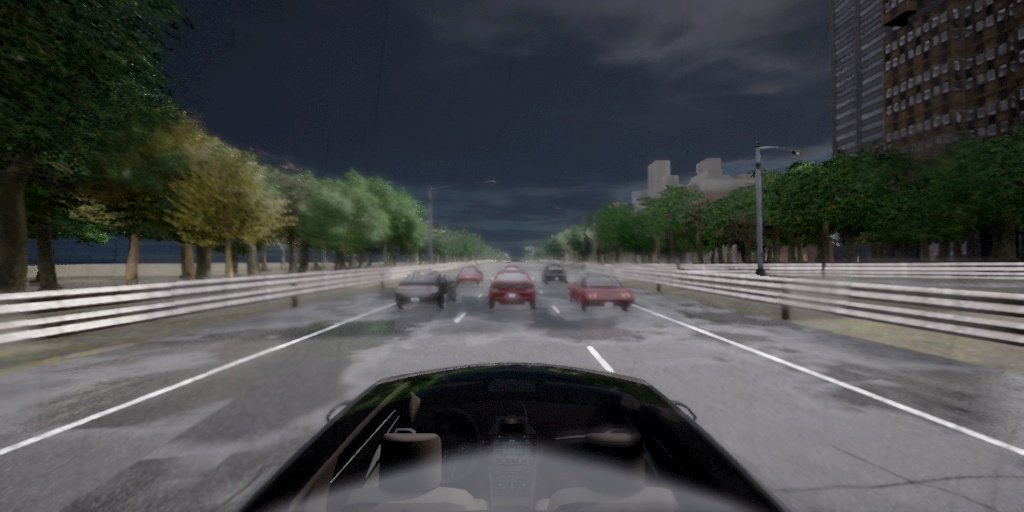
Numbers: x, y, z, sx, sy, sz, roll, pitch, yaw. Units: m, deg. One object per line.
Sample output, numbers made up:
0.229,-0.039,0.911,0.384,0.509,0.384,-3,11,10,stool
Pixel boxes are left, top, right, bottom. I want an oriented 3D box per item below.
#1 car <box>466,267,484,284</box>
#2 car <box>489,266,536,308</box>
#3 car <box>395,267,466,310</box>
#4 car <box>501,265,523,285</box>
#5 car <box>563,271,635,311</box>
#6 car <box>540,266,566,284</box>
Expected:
-3.484,1.591,30.357,1.994,1.385,4.181,0,0,0,car
0.024,1.370,16.097,1.882,1.535,5.008,0,0,0,car
-3.482,1.379,15.368,2.128,1.511,4.902,0,0,0,car
0.018,1.555,30.748,1.812,1.442,4.674,0,0,0,car
3.516,1.484,15.123,1.895,1.301,4.718,0,-1,0,car
3.514,1.534,30.357,1.837,1.490,4.892,0,0,0,car
